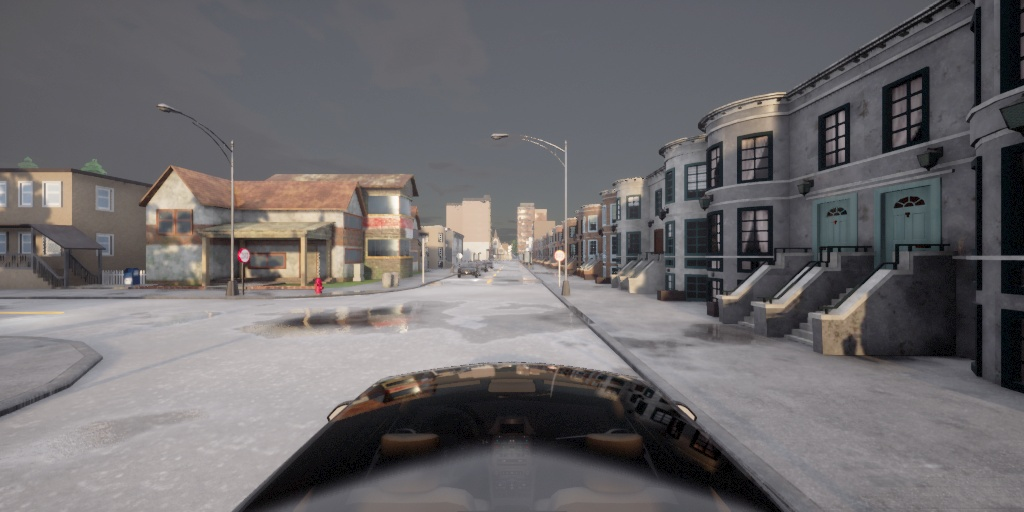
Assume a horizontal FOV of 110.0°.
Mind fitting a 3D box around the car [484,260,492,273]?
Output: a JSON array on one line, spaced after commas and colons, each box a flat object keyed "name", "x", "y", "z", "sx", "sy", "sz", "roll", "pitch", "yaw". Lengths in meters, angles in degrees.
[{"name": "car", "x": -3.975, "y": 1.242, "z": 44.586, "sx": 2.128, "sy": 1.511, "sz": 4.902, "roll": 0, "pitch": 0, "yaw": 0}]

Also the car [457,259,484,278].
[{"name": "car", "x": -4.015, "y": 1.255, "z": 34.195, "sx": 1.837, "sy": 1.490, "sz": 4.892, "roll": 0, "pitch": 0, "yaw": 0}]
